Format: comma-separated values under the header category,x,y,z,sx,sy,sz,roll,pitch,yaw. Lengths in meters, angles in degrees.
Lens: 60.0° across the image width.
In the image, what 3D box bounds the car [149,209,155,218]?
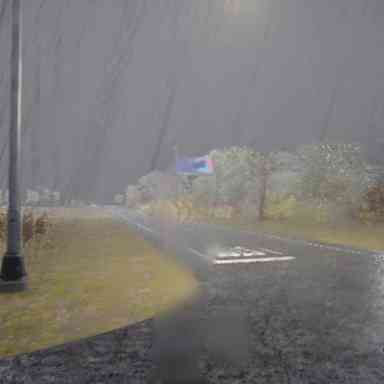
category,x,y,z,sx,sy,sz,roll,pitch,yaw
car,-6.341,3.719,58.641,2.128,1.511,4.902,0,-2,-16
